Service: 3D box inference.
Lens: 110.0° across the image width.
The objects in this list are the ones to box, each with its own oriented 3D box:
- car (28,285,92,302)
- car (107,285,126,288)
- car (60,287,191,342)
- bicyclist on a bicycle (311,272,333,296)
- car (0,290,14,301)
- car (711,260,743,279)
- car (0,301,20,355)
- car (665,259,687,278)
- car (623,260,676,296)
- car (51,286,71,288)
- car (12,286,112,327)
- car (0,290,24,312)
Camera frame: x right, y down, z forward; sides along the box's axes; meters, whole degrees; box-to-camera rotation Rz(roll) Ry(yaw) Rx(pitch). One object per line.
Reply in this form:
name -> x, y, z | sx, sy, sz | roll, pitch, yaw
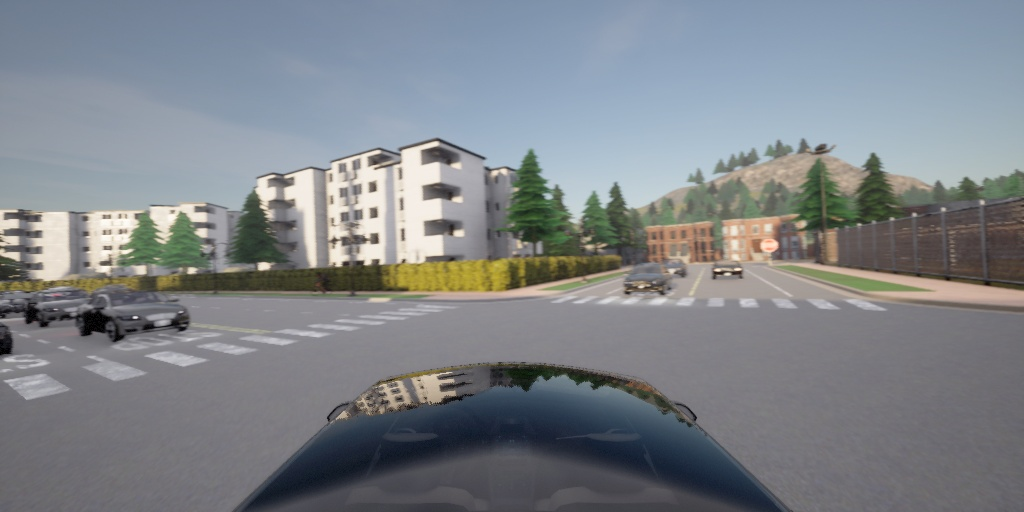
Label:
car -> -47.428, 3.912, 37.623 | 5.357, 1.411, 2.033 | -3, -1, 13
car -> -38.112, 3.461, 34.238 | 4.181, 1.385, 1.994 | -3, -1, 25
car -> -13.345, 1.987, 12.601 | 4.902, 1.511, 2.128 | -3, -1, 28
bicyclist on a bicycle -> -13.338, 1.952, 25.148 | 0.582, 1.620, 1.656 | -3, -1, 29
car -> -30.077, 2.902, 21.961 | 4.674, 1.442, 1.812 | -3, -1, 29
car -> 15.588, 0.926, 26.094 | 1.895, 1.301, 4.718 | -3, -1, 29
car -> -15.764, 2.136, 9.891 | 4.181, 1.385, 1.994 | -3, -1, 29
car -> 13.201, 0.967, 29.362 | 2.128, 1.511, 4.902 | -3, -1, 30
car -> 6.958, 1.128, 18.244 | 1.837, 1.490, 4.892 | -3, -1, 29
car -> -38.644, 3.402, 30.638 | 4.674, 1.442, 1.812 | -3, -1, 25
car -> -21.447, 2.413, 17.112 | 4.902, 1.511, 2.128 | -3, -1, 29
car -> -38.867, 3.386, 26.785 | 5.357, 1.411, 2.033 | -3, -1, 27
